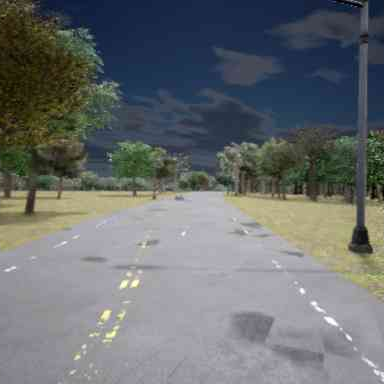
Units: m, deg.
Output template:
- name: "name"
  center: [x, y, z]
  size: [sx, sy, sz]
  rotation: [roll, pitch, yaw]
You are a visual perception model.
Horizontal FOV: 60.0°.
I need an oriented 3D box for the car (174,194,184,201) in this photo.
- name: "car"
  center: [-2.872, 1.149, 75.108]
  size: [1.812, 1.442, 4.674]
  rotation: [1, 0, 3]
